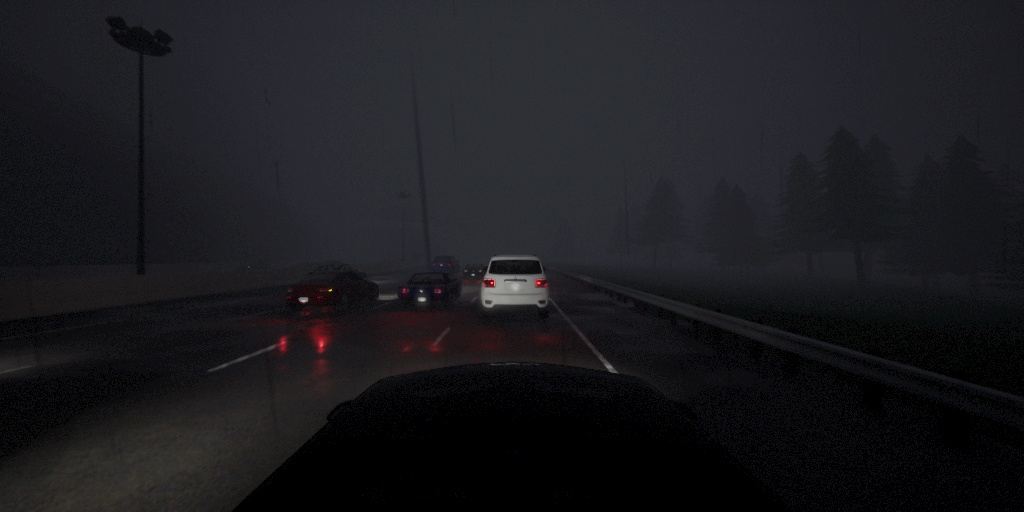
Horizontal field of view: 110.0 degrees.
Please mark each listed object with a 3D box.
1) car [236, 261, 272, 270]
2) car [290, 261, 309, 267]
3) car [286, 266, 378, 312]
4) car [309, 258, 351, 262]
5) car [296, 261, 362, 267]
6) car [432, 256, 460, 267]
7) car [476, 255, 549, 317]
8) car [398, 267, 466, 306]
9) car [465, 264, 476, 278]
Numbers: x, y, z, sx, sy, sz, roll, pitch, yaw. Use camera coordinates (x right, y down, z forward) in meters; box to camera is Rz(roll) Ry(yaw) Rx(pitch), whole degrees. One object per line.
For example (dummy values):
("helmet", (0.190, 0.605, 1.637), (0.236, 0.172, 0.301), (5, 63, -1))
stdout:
("car", (-31.664, 1.286, 44.186), (1.812, 1.442, 4.674), (0, 0, -1))
("car", (-24.659, 1.325, 42.750), (1.994, 1.385, 4.181), (0, 0, -1))
("car", (-6.896, 1.279, 14.176), (1.812, 1.442, 4.674), (0, 0, 0))
("car", (-21.146, 1.264, 41.827), (1.837, 1.490, 4.892), (0, 0, -1))
("car", (-10.396, 1.246, 21.681), (2.128, 1.511, 4.902), (0, 0, 0))
("car", (-6.896, 0.980, 37.740), (2.150, 2.045, 5.566), (0, 0, 0))
("car", (0.104, 0.974, 13.273), (2.150, 2.045, 5.566), (0, 0, 0))
("car", (-3.396, 1.354, 15.776), (1.895, 1.301, 4.718), (0, 0, 0))
("car", (-3.391, 1.358, 33.671), (1.895, 1.301, 4.718), (0, 0, 0))
